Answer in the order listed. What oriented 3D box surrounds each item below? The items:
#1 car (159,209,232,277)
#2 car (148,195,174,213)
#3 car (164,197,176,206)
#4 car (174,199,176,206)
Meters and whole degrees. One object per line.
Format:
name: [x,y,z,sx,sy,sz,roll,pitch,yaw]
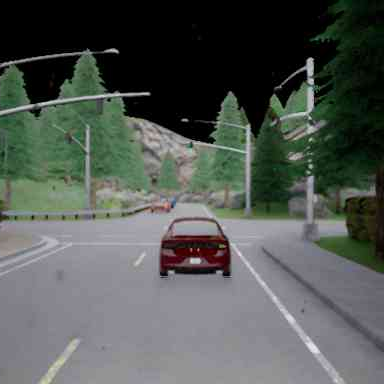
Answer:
car: [0.088,1.502,10.346,1.882,1.535,5.008,0,0,0]
car: [-3.602,1.441,38.852,2.097,1.767,4.553,0,0,0]
car: [-3.821,1.611,58.162,1.882,1.535,5.008,0,0,-6]
car: [-3.593,1.587,47.989,1.882,1.535,5.008,0,0,0]
